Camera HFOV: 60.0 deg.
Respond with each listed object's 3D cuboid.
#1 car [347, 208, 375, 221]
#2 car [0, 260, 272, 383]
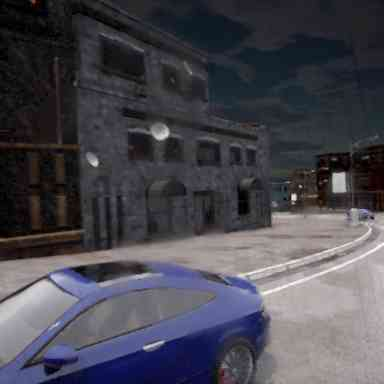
[{"bbox_3d":[20.990,2.795,41.457,1.882,1.535,5.008,-2,-4,7],"label":"car"},{"bbox_3d":[-1.087,1.555,3.511,4.674,1.442,1.812,0,0,-38],"label":"car"}]
